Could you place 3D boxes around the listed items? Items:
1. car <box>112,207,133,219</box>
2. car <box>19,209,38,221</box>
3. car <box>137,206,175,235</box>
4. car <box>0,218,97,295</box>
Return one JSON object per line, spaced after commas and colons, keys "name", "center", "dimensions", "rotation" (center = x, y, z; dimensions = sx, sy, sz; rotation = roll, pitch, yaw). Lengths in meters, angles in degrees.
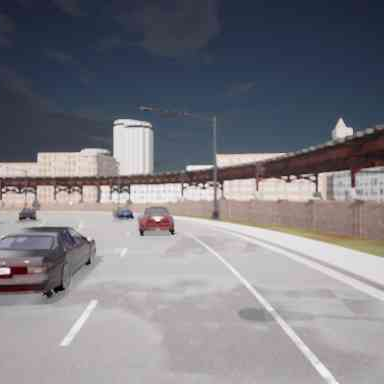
{"name": "car", "center": [-8.724, 2.627, 41.713], "dimensions": [1.994, 1.385, 4.181], "rotation": [0, -2, -23]}
{"name": "car", "center": [-19.097, 2.653, 38.952], "dimensions": [2.033, 1.411, 5.357], "rotation": [0, -2, -24]}
{"name": "car", "center": [-2.444, 1.710, 21.577], "dimensions": [2.097, 1.767, 4.553], "rotation": [0, -2, -12]}
{"name": "car", "center": [-3.963, 1.637, 9.033], "dimensions": [2.033, 1.411, 5.357], "rotation": [0, -1, -6]}
